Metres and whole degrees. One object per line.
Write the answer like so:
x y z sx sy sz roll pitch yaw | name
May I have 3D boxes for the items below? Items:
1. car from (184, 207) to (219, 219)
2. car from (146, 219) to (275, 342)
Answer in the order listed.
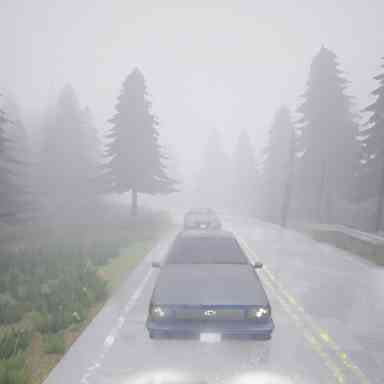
0.518 1.584 19.229 1.994 1.385 4.181 0 0 -2 | car
0.302 1.558 7.101 2.033 1.411 5.357 0 0 1 | car
